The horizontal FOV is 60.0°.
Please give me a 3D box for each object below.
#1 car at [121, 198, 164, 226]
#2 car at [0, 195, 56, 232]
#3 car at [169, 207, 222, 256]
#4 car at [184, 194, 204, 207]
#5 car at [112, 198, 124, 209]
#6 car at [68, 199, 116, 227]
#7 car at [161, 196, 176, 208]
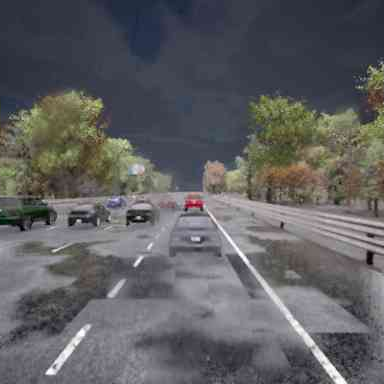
[{"bbox_3d":[-3.339,1.465,23.378,1.882,1.535,5.008,0,0,0],"label":"car"},{"bbox_3d":[-10.353,1.211,20.300,2.150,2.045,5.566,0,0,0],"label":"car"},{"bbox_3d":[0.118,1.540,13.032,2.033,1.411,5.357,0,0,0],"label":"car"},{"bbox_3d":[0.237,1.206,40.173,2.150,2.045,5.566,0,0,0],"label":"car"},{"bbox_3d":[-10.238,1.504,45.420,1.812,1.442,4.674,0,0,0],"label":"car"},{"bbox_3d":[-6.844,1.494,22.562,1.837,1.490,4.892,0,0,0],"label":"car"},{"bbox_3d":[-3.247,1.331,43.723,2.097,1.767,4.553,0,0,0],"label":"car"}]
